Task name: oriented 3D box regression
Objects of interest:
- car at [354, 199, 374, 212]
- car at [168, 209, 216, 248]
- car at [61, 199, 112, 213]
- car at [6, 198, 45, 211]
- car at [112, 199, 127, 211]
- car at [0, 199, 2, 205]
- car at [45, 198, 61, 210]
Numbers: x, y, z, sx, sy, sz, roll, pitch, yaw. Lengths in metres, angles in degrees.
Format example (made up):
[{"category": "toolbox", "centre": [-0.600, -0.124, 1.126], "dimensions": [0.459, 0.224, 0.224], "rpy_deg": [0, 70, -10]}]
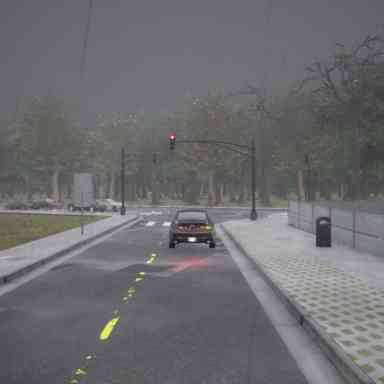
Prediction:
[{"category": "car", "centre": [16.223, 1.465, 32.251], "dimensions": [4.902, 1.511, 2.128], "rpy_deg": [0, 0, 22]}, {"category": "car", "centre": [0.008, 1.507, 14.713], "dimensions": [1.837, 1.490, 4.892], "rpy_deg": [0, 0, 0]}, {"category": "car", "centre": [-11.742, 1.503, 37.068], "dimensions": [4.892, 1.490, 1.837], "rpy_deg": [0, 0, 23]}, {"category": "car", "centre": [-20.781, 1.574, 40.977], "dimensions": [4.181, 1.385, 1.994], "rpy_deg": [0, 0, 23]}, {"category": "car", "centre": [-9.951, 1.535, 39.838], "dimensions": [4.674, 1.442, 1.812], "rpy_deg": [0, 0, 25]}, {"category": "car", "centre": [-35.315, 1.553, 58.032], "dimensions": [4.902, 1.511, 2.128], "rpy_deg": [0, 0, 24]}, {"category": "car", "centre": [-19.169, 1.547, 43.816], "dimensions": [4.674, 1.442, 1.812], "rpy_deg": [0, 0, 24]}]
